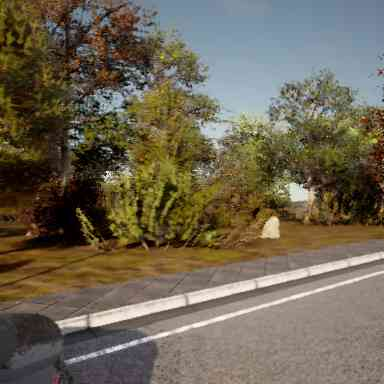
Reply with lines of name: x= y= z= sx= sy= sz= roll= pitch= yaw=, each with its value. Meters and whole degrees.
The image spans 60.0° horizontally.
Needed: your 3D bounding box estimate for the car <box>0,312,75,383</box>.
car: x=-3.087 y=1.503 z=1.481 sx=4.892 sy=1.490 sz=1.837 roll=0 pitch=0 yaw=-36
